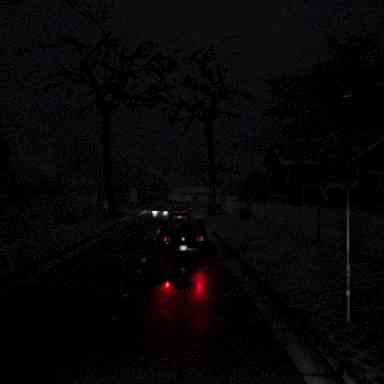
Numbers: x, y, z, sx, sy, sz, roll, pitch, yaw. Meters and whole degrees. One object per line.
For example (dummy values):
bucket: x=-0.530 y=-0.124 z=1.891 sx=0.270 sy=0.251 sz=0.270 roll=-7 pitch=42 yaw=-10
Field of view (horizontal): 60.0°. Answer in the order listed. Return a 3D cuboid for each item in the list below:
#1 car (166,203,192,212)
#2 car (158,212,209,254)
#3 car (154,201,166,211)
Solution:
car: x=-1.092 y=1.833 z=29.405 sx=1.837 sy=1.490 sz=4.892 roll=0 pitch=0 yaw=-2
car: x=-0.401 y=1.738 z=14.181 sx=1.895 sy=1.301 sz=4.718 roll=0 pitch=-1 yaw=-3
car: x=-4.885 y=2.126 z=52.156 sx=1.882 sy=1.535 sz=5.008 roll=0 pitch=-1 yaw=-2
